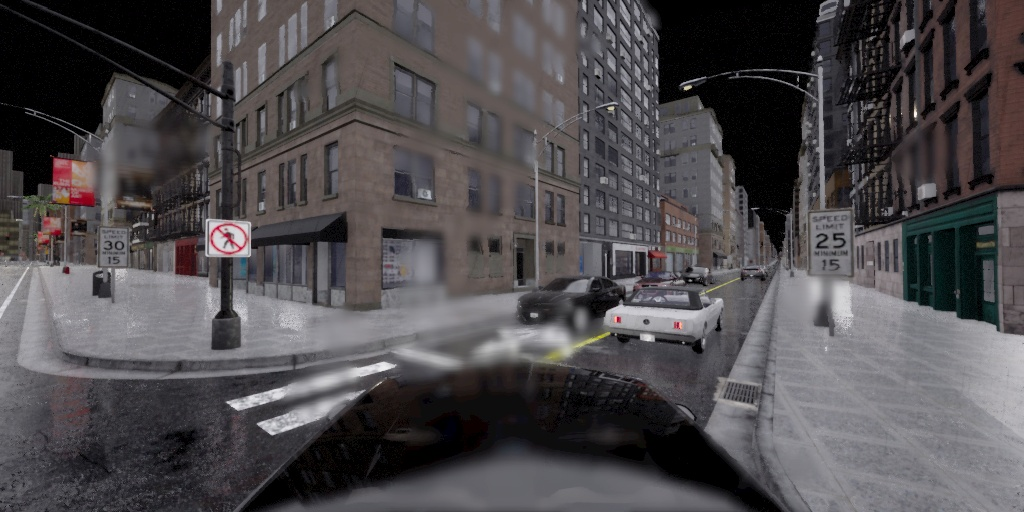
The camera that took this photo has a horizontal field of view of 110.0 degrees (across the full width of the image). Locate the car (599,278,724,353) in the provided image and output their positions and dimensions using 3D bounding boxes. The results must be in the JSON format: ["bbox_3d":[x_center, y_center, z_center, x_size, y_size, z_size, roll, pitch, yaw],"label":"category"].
[{"bbox_3d":[4.141,1.424,9.201,1.895,1.301,4.718,-1,-1,37],"label":"car"}]

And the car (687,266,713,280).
[{"bbox_3d":[14.466,1.571,28.098,1.837,1.490,4.892,-1,-1,37],"label":"car"}]

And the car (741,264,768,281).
[{"bbox_3d":[23.557,1.625,34.965,2.128,1.511,4.902,-1,-1,37],"label":"car"}]

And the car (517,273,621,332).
[{"bbox_3d":[2.123,1.351,11.680,1.882,1.535,5.008,-1,-1,37],"label":"car"}]

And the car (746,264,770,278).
[{"bbox_3d":[29.546,1.743,43.009,2.128,1.511,4.902,-1,-1,37],"label":"car"}]

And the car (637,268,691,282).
[{"bbox_3d":[8.155,1.532,19.699,1.994,1.385,4.181,-1,-1,37],"label":"car"}]
